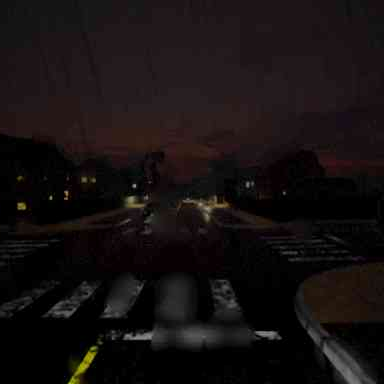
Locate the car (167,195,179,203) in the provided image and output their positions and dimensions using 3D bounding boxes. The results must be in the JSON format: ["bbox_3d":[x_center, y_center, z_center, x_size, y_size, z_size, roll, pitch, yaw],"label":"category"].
[{"bbox_3d":[-3.489,1.301,61.003,2.033,1.411,5.357,0,0,-1],"label":"car"}]

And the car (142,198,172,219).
[{"bbox_3d":[-3.062,1.505,28.508,2.033,1.411,5.357,0,0,-1],"label":"car"}]

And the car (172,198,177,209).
[{"bbox_3d":[-3.318,1.541,44.995,1.994,1.385,4.181,0,0,-1],"label":"car"}]

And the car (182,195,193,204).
[{"bbox_3d":[-0.855,1.428,66.870,2.097,1.767,4.553,0,0,-2],"label":"car"}]

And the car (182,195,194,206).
[{"bbox_3d":[-0.673,1.623,56.902,1.895,1.301,4.718,0,0,-1],"label":"car"}]
